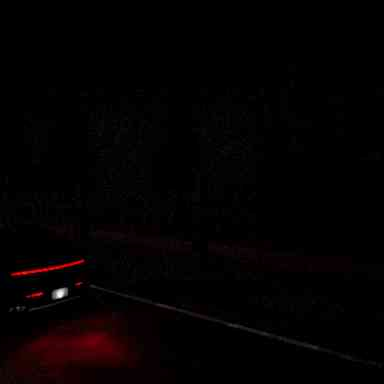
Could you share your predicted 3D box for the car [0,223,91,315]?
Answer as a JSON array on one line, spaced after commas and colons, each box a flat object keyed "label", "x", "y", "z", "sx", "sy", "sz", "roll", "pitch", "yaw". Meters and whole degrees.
[{"label": "car", "x": -4.173, "y": 1.414, "z": 6.966, "sx": 4.892, "sy": 1.490, "sz": 1.837, "roll": 1, "pitch": 1, "yaw": 35}]
